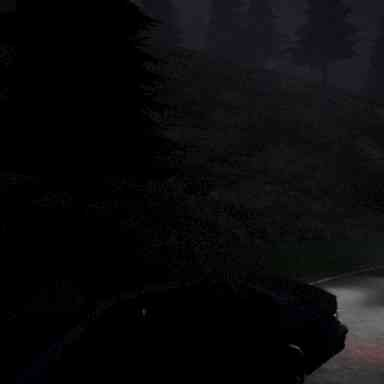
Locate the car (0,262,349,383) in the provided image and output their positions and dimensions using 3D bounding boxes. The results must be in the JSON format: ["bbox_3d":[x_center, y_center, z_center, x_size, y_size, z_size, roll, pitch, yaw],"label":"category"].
[{"bbox_3d":[-0.646,1.545,3.437,5.357,1.411,2.033,0,0,-33],"label":"car"}]
